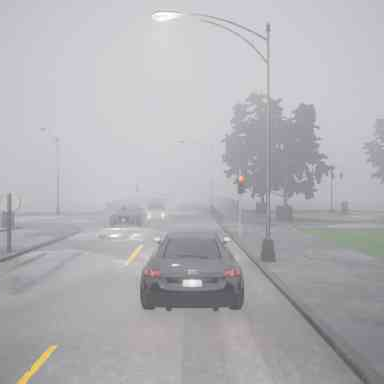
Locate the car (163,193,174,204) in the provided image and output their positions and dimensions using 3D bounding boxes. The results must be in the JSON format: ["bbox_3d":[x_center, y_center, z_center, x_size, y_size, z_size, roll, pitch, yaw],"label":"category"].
[{"bbox_3d":[-4.556,1.223,61.762,2.150,2.045,5.566,0,0,0],"label":"car"}]

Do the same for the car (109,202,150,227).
[{"bbox_3d":[-4.276,1.564,22.698,1.994,1.385,4.181,0,0,0],"label":"car"}]

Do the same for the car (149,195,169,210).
[{"bbox_3d":[-4.436,1.478,42.670,1.882,1.535,5.008,0,0,0],"label":"car"}]

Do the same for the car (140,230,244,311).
[{"bbox_3d":[0.002,1.564,7.826,1.994,1.385,4.181,0,0,0],"label":"car"}]
